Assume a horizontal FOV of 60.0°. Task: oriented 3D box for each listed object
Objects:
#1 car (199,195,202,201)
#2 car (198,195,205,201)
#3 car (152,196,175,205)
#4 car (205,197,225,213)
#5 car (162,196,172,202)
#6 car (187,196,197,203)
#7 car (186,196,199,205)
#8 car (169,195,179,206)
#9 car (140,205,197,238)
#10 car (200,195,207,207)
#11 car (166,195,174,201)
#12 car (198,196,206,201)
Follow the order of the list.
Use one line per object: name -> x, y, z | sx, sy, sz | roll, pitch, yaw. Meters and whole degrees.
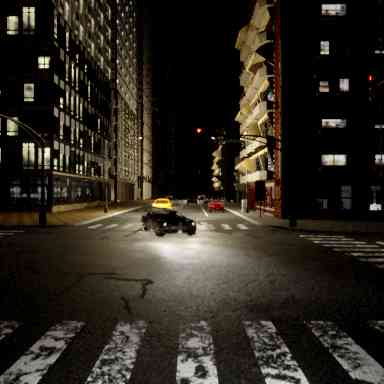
car -> 2.607, 1.571, 55.782 | 2.008, 1.369, 4.403 | 0, 0, 0
car -> 2.554, 1.491, 89.674 | 1.967, 1.590, 4.097 | 0, 0, 0
car -> -3.152, 1.486, 35.357 | 1.882, 1.535, 5.008 | 0, 0, 0
car -> 2.685, 1.591, 37.216 | 1.802, 1.307, 4.206 | 0, 0, 0
car -> -5.809, 1.589, 78.363 | 2.008, 1.369, 4.403 | 0, 0, 0
car -> -0.021, 1.594, 70.278 | 1.994, 1.385, 4.181 | 0, 0, 0
car -> 0.007, 1.528, 59.967 | 1.837, 1.490, 4.892 | 0, 0, 0
car -> -3.163, 1.544, 52.669 | 1.812, 1.442, 4.674 | 0, 0, 0
car -> -1.402, 1.614, 18.115 | 1.895, 1.301, 4.718 | 1, 0, -22
car -> 2.615, 1.567, 50.134 | 2.008, 1.369, 4.403 | 0, 0, 0
car -> -5.827, 1.595, 89.661 | 1.887, 1.381, 4.507 | 0, 0, 0
car -> 2.563, 1.626, 84.025 | 1.802, 1.307, 4.206 | 0, 0, 0
